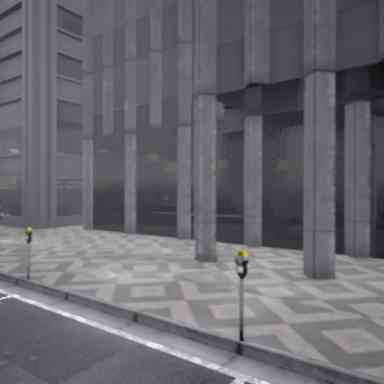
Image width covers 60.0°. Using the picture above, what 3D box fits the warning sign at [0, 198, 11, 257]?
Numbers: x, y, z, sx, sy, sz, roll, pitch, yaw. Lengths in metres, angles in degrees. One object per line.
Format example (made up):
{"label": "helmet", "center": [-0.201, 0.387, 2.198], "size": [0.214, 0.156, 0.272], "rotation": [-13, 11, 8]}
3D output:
{"label": "warning sign", "center": [-6.686, 1.129, 10.563], "size": [1.060, 1.860, 1.300], "rotation": [0, 0, 35]}
